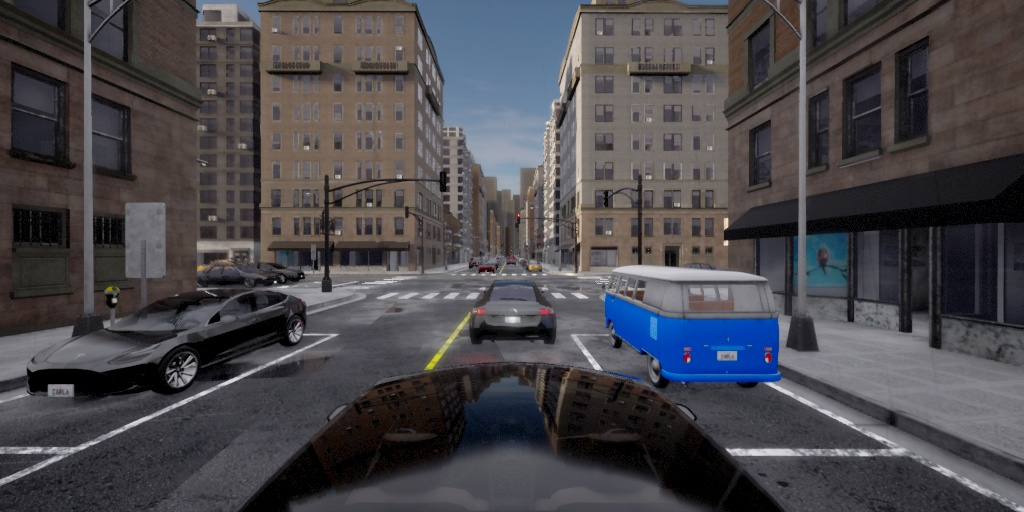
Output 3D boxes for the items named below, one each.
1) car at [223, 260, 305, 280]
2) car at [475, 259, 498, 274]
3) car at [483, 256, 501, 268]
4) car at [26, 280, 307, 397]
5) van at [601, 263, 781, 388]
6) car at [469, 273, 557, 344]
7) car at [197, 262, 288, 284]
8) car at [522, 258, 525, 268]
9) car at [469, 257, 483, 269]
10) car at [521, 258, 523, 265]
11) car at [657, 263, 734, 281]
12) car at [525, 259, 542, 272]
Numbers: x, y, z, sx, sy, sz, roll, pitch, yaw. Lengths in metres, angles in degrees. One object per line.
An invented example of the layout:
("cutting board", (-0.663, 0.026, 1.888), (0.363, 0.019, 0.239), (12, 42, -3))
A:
("car", (-17.860, 1.230, 26.316), (4.892, 1.490, 1.837), (0, 0, 0))
("car", (-2.834, 1.342, 40.143), (1.895, 1.301, 4.718), (0, 0, -3))
("car", (-3.093, 1.213, 56.197), (1.882, 1.535, 5.008), (0, 0, 0))
("car", (-5.641, 1.315, 6.674), (1.948, 1.339, 4.313), (0, 0, 0))
("van", (2.884, 1.090, 6.628), (1.690, 1.789, 3.998), (0, 0, 0))
("car", (0.046, 1.313, 9.553), (1.994, 1.385, 4.181), (0, 0, 1))
("car", (-17.890, 1.282, 23.065), (5.357, 1.411, 2.033), (0, 0, 0))
("car", (2.890, 1.177, 51.344), (1.967, 1.591, 4.097), (0, 0, 0))
("car", (-5.676, 1.049, 56.809), (2.192, 1.841, 5.009), (0, 0, 0))
("car", (2.849, 1.285, 56.870), (2.007, 1.370, 4.403), (0, 0, 0))
("car", (15.233, 1.288, 29.941), (5.357, 1.411, 2.033), (0, 0, 0))
("car", (2.929, 1.266, 45.988), (1.751, 1.417, 4.829), (0, 0, 0))
